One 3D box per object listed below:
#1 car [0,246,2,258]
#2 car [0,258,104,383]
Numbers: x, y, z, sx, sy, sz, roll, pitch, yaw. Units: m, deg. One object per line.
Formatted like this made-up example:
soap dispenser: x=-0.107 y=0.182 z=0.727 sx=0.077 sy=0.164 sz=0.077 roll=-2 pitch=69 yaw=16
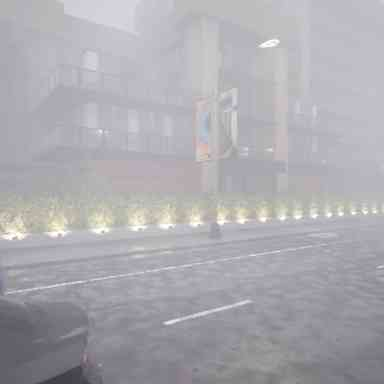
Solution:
car: x=-5.618 y=1.222 z=4.366 sx=5.566 sy=2.045 sz=2.150 roll=0 pitch=0 yaw=-34
car: x=-3.009 y=1.505 z=1.884 sx=4.892 sy=1.490 sz=1.837 roll=0 pitch=0 yaw=-35
